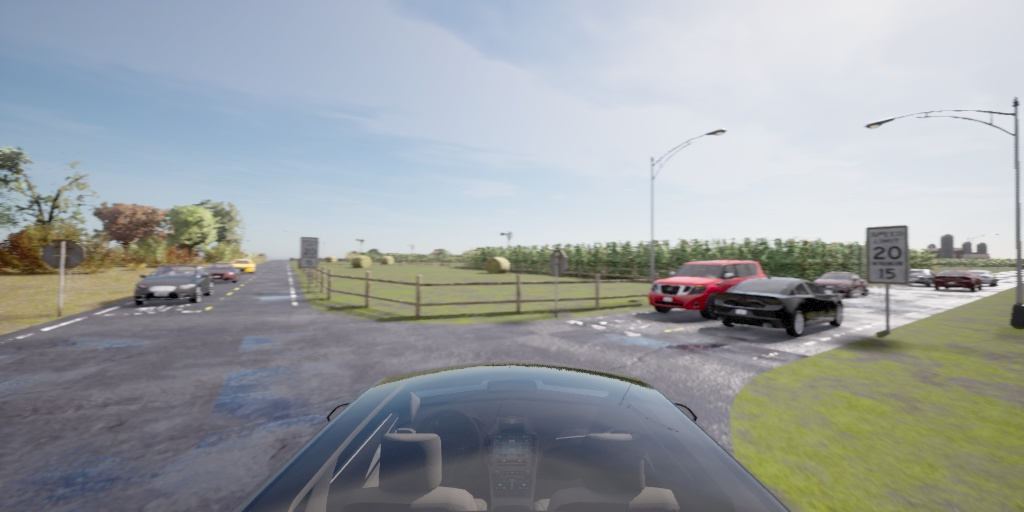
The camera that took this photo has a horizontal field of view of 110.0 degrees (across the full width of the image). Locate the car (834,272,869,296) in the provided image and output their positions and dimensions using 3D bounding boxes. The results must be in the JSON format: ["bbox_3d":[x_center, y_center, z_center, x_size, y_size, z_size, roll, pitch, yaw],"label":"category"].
[{"bbox_3d":[19.756,1.701,21.668,4.674,1.442,1.812,1,-1,-32],"label":"car"}]

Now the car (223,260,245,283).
[{"bbox_3d":[-20.636,1.183,25.509,1.994,1.385,4.181,2,-1,-32],"label":"car"}]

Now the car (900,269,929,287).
[{"bbox_3d":[36.503,1.950,32.178,4.902,1.511,2.128,1,-1,-32],"label":"car"}]

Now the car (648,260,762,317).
[{"bbox_3d":[7.816,1.188,14.101,5.566,2.045,2.150,0,-1,-32],"label":"car"}]

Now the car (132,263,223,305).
[{"bbox_3d":[-14.240,1.133,15.336,2.128,1.511,4.902,2,-1,-32],"label":"car"}]

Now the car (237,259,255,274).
[{"bbox_3d":[-28.215,1.074,37.595,1.882,1.535,5.008,2,-1,-32],"label":"car"}]

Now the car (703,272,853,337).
[{"bbox_3d":[8.277,1.394,11.013,5.008,1.535,1.882,1,-1,-32],"label":"car"}]

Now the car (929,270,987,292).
[{"bbox_3d":[33.789,1.824,27.137,5.008,1.535,1.882,1,-1,-32],"label":"car"}]

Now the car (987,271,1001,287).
[{"bbox_3d":[42.886,2.019,32.956,4.674,1.442,1.812,1,-1,-32],"label":"car"}]
